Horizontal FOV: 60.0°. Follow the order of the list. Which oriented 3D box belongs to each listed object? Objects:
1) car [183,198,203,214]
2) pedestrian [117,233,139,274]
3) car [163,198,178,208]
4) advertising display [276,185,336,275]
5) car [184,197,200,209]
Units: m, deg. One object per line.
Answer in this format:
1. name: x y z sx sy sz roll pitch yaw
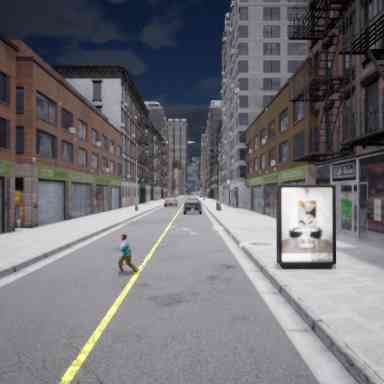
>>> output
1. car: 0.071 1.526 35.968 1.837 1.490 4.892 0 -1 0
2. pedestrian: -1.767 1.676 9.026 0.500 1.100 0.500 0 0 -10
3. car: -3.122 1.609 49.796 1.994 1.385 4.181 0 0 0
4. advertising display: 3.123 1.028 9.131 1.540 2.440 0.280 0 0 0
5. car: 0.053 1.534 48.102 2.128 1.511 4.902 0 0 1
